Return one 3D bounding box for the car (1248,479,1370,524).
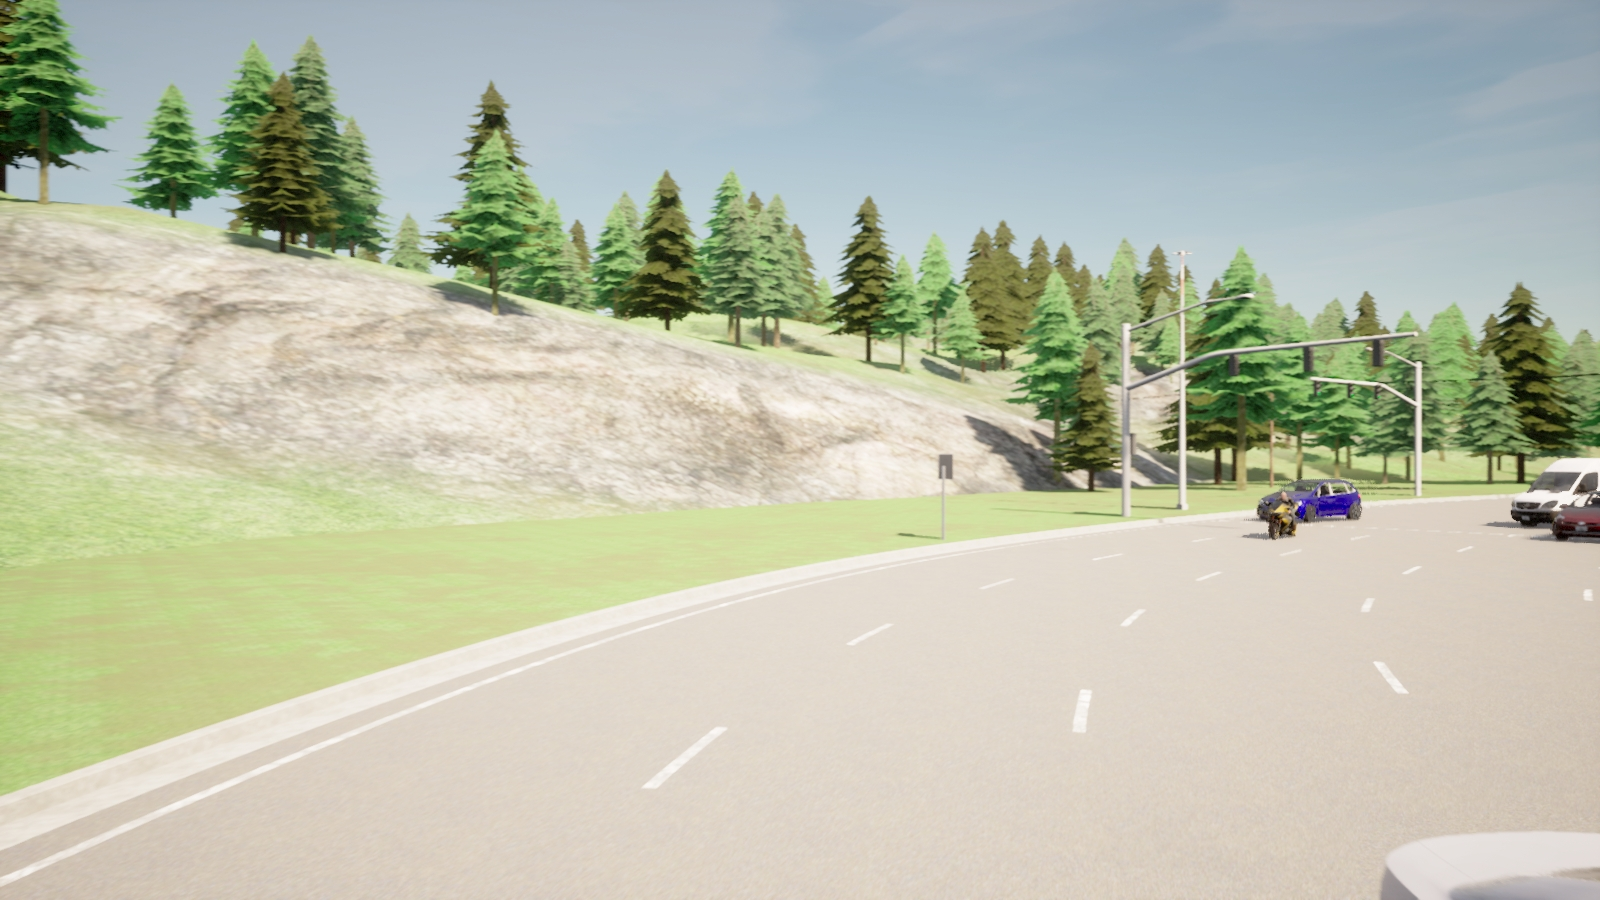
[{"bbox_3d":[20.345,2.008,45.664,4.611,1.667,2.242,0,-1,-32],"label":"car"}]

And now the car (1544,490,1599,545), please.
[{"bbox_3d":[25.441,2.076,35.958,4.514,1.525,2.007,0,0,-37],"label":"car"}]

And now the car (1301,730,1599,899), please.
[{"bbox_3d":[3.233,2.039,2.660,2.097,1.535,5.006,0,0,2],"label":"car"}]

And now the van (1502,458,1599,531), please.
[{"bbox_3d":[28.963,1.576,41.753,5.915,2.561,1.988,0,-1,-13],"label":"van"}]

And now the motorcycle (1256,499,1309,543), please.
[{"bbox_3d":[15.403,2.235,36.456,0.867,1.251,2.209,3,2,42],"label":"motorcycle"}]
